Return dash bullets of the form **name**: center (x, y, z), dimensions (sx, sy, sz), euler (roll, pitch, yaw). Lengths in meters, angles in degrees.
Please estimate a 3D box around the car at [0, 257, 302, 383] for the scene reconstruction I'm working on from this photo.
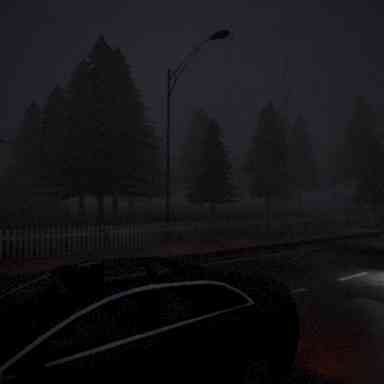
- **car**: center (-0.956, 1.506, 3.304), dimensions (4.902, 1.511, 2.128), euler (1, -1, -36)
